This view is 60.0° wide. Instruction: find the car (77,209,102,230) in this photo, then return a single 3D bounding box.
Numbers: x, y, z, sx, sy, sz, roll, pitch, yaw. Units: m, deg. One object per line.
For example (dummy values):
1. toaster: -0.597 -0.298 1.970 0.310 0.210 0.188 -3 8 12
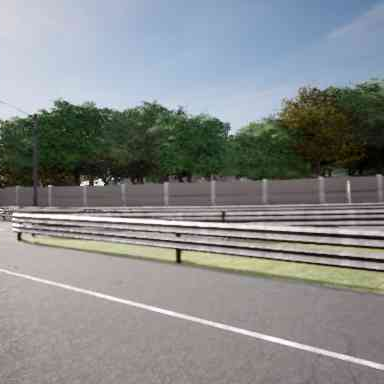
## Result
1. car: -7.549 1.928 23.509 4.181 1.385 1.994 -1 -1 18
